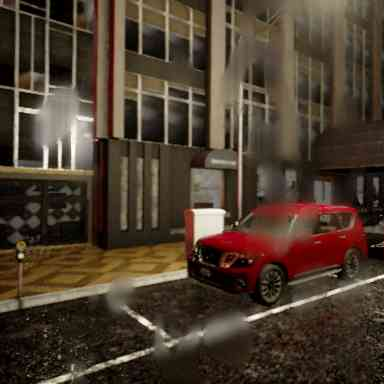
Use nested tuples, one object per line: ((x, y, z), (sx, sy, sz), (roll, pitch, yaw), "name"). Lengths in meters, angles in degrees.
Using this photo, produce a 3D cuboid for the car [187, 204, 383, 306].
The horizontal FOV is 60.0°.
((2.316, 1.275, 8.151), (5.009, 1.841, 2.192), (0, 1, -35), "car")
